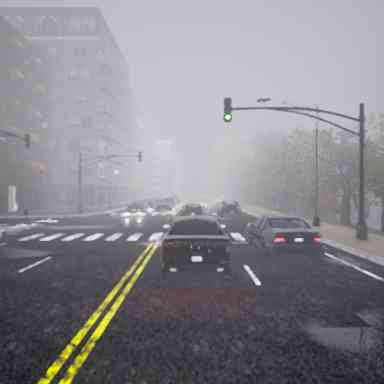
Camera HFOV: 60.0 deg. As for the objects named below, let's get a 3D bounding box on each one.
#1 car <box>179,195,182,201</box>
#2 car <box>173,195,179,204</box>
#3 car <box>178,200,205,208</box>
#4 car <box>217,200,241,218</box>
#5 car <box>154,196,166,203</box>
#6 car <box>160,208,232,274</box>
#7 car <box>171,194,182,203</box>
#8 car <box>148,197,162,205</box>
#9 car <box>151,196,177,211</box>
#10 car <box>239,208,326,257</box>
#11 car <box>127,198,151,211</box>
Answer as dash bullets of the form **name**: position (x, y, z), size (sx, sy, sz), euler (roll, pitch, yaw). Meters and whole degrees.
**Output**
- **car**: position (-3.246, 1.588, 58.985), size (1.994, 1.385, 4.181), euler (0, 0, 0)
- **car**: position (-3.315, 1.522, 50.071), size (1.837, 1.490, 4.892), euler (0, 0, 0)
- **car**: position (0.102, 1.591, 27.154), size (1.994, 1.385, 4.181), euler (0, 0, 0)
- **car**: position (3.357, 1.498, 30.422), size (2.128, 1.511, 4.902), euler (0, 0, 0)
- **car**: position (-6.481, 1.592, 68.278), size (1.994, 1.385, 4.181), euler (0, 0, 0)
- **car**: position (0.084, 1.479, 10.569), size (1.882, 1.535, 5.008), euler (0, 0, -1)
- **car**: position (-3.231, 1.388, 69.137), size (2.097, 1.767, 4.553), euler (0, 0, 0)
- **car**: position (-6.490, 1.625, 58.427), size (1.895, 1.301, 4.718), euler (0, 0, 0)
- **car**: position (-3.332, 1.559, 40.471), size (2.033, 1.411, 5.357), euler (0, 0, 0)
- **car**: position (3.356, 1.549, 12.927), size (2.033, 1.411, 5.357), euler (0, 0, 0)
- **car**: position (-6.582, 1.612, 40.217), size (1.895, 1.301, 4.718), euler (0, 0, 0)
